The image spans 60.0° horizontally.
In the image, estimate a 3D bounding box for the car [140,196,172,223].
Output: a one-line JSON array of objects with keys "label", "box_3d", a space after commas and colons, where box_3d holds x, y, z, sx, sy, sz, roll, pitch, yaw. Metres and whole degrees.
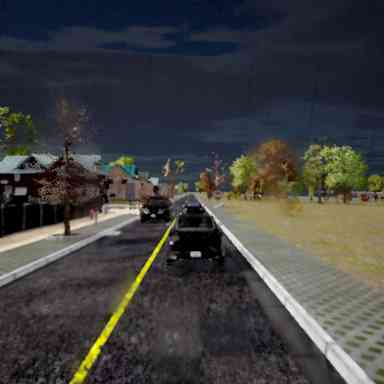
[{"label": "car", "box_3d": [-2.744, 1.354, 26.453, 2.150, 2.045, 5.566, 0, 0, 0]}]

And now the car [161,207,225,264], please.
[{"label": "car", "box_3d": [0.104, 1.525, 11.912, 1.837, 1.490, 4.892, 0, 0, 0]}]

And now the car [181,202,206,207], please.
[{"label": "car", "box_3d": [0.107, 1.536, 27.485, 2.128, 1.511, 4.902, 0, 0, 0]}]
